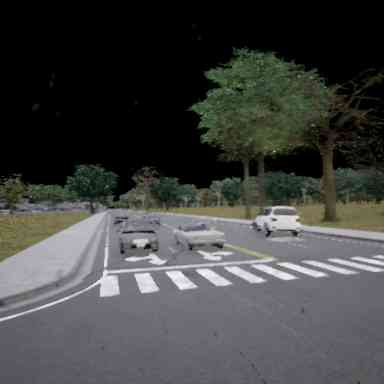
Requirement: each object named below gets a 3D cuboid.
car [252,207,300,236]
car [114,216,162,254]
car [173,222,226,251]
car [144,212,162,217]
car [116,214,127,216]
[{"bbox_3d":[6.131,2.119,24.624,2.150,2.045,5.566,2,-2,-2],"label":"car"},{"bbox_3d":[-2.921,2.271,17.600,2.128,1.511,4.902,-1,-2,-14],"label":"car"},{"bbox_3d":[0.286,2.320,18.173,1.895,1.301,4.718,-1,-2,-14],"label":"car"},{"bbox_3d":[-4.708,3.149,38.455,1.837,1.490,4.892,-1,-2,-14],"label":"car"},{"bbox_3d":[-9.089,3.483,42.723,2.033,1.411,5.357,-1,-2,-14],"label":"car"}]
